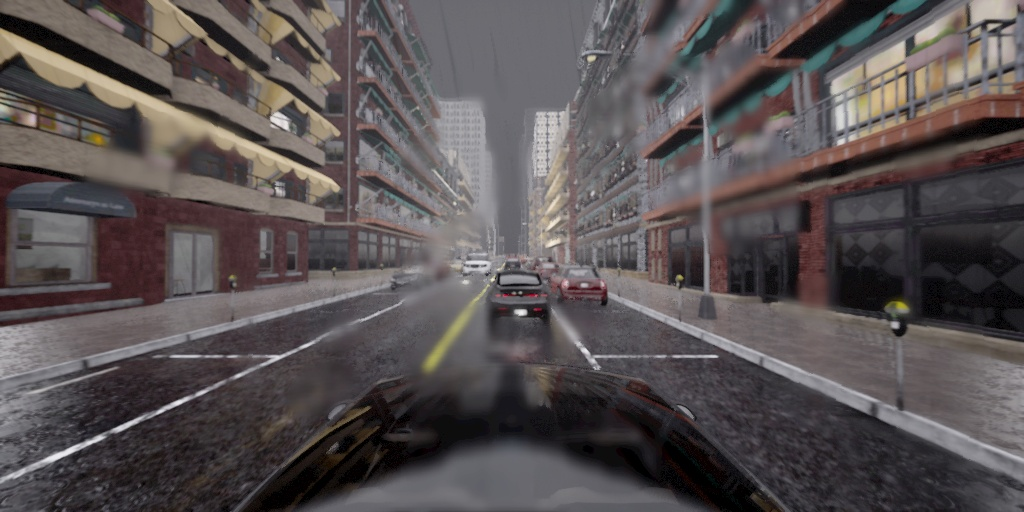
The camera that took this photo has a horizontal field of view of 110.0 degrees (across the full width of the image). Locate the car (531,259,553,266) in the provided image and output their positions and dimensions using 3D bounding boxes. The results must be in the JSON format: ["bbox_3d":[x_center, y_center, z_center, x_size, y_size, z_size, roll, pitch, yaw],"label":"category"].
[{"bbox_3d":[2.697,1.141,26.411,1.888,1.381,4.507,0,0,0],"label":"car"}]

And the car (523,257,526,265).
[{"bbox_3d":[2.700,1.040,43.031,2.007,1.370,4.403,0,0,0],"label":"car"}]

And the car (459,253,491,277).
[{"bbox_3d":[-3.077,0.777,32.580,2.150,2.045,5.566,0,1,0],"label":"car"}]

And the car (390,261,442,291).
[{"bbox_3d":[-5.686,1.182,20.819,2.007,1.370,4.403,0,0,0],"label":"car"}]

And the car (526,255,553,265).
[{"bbox_3d":[2.698,0.876,31.950,2.192,1.841,5.009,0,0,0],"label":"car"}]

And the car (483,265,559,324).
[{"bbox_3d":[0.160,1.194,11.633,1.837,1.490,4.892,0,0,-2],"label":"car"}]

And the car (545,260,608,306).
[{"bbox_3d":[2.695,1.106,15.329,1.967,1.591,4.097,0,0,0],"label":"car"}]

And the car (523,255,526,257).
[{"bbox_3d":[2.701,0.980,48.741,1.751,1.417,4.829,0,0,0],"label":"car"}]

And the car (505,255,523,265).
[{"bbox_3d":[0.109,0.957,44.575,1.882,1.535,5.008,0,1,0],"label":"car"}]

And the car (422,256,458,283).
[{"bbox_3d":[-5.685,0.911,26.359,2.192,1.841,5.009,0,0,0],"label":"car"}]
